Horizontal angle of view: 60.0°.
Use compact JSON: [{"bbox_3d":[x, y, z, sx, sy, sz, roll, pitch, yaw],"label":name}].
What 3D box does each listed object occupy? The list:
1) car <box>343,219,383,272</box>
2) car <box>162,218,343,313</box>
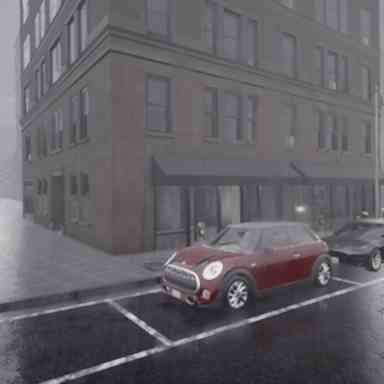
[{"bbox_3d":[5.808,1.569,10.776,4.313,1.339,1.947,0,-1,-35],"label":"car"},{"bbox_3d":[1.319,1.442,7.590,4.097,1.590,1.967,0,-1,-35],"label":"car"}]
